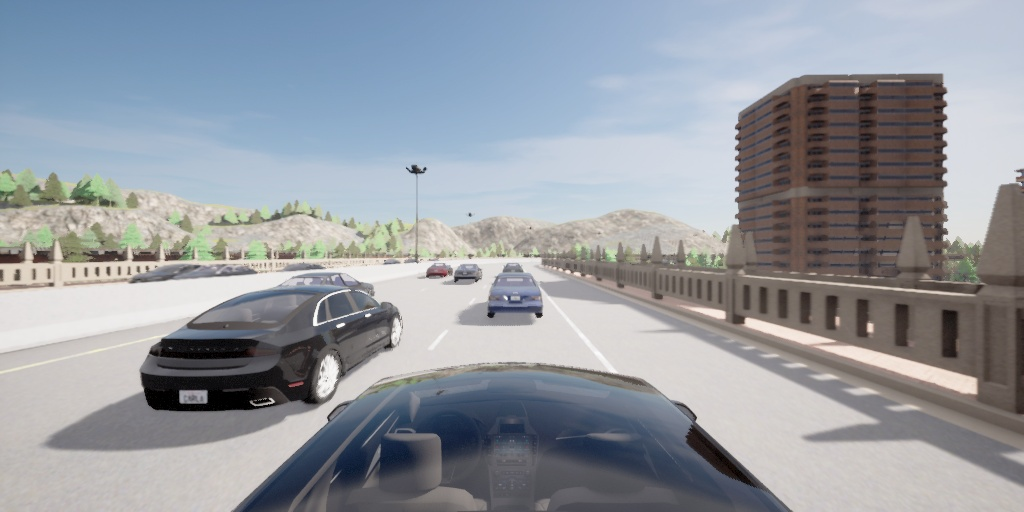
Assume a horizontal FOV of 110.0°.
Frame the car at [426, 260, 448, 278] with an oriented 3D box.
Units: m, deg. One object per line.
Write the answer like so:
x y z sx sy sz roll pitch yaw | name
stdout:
-6.898 1.316 34.564 1.994 1.385 4.181 0 0 0 | car

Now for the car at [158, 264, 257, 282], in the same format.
-17.597 1.242 21.484 2.128 1.511 4.902 0 0 0 | car

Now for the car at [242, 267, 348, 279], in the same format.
-6.899 1.298 13.271 2.033 1.411 5.357 0 0 0 | car

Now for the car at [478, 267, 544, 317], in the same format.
0.101 1.298 13.140 2.033 1.411 5.357 0 0 0 | car

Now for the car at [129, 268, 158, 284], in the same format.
-21.096 1.256 22.663 1.837 1.490 4.892 0 0 0 | car

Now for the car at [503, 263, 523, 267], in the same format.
0.101 1.316 34.492 1.994 1.385 4.181 0 0 0 | car

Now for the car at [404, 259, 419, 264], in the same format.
-17.525 1.259 62.652 1.837 1.490 4.892 0 0 0 | car

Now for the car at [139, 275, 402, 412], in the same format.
-3.399 1.255 6.249 1.837 1.490 4.892 0 0 0 | car

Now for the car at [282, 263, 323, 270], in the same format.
-14.096 1.256 23.916 1.837 1.490 4.892 0 0 0 | car

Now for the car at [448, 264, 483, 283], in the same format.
-3.399 1.299 28.395 2.033 1.411 5.357 0 0 0 | car
